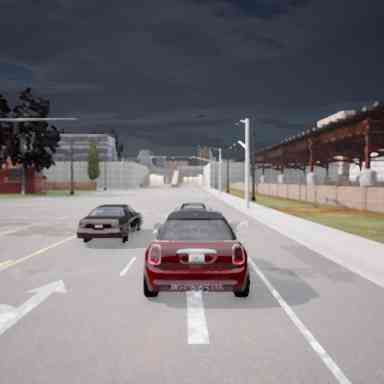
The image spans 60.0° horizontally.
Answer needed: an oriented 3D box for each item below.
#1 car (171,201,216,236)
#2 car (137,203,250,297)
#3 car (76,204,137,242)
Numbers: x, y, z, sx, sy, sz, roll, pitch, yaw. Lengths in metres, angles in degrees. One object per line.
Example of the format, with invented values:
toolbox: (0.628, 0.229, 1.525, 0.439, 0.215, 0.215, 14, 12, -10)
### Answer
car: (0.066, 1.228, 16.895, 1.994, 1.385, 4.181, 0, 1, 0)
car: (0.082, 1.199, 8.333, 2.097, 1.767, 4.553, 0, 1, 0)
car: (-3.428, 1.255, 14.690, 2.033, 1.411, 5.357, 0, 1, 0)
